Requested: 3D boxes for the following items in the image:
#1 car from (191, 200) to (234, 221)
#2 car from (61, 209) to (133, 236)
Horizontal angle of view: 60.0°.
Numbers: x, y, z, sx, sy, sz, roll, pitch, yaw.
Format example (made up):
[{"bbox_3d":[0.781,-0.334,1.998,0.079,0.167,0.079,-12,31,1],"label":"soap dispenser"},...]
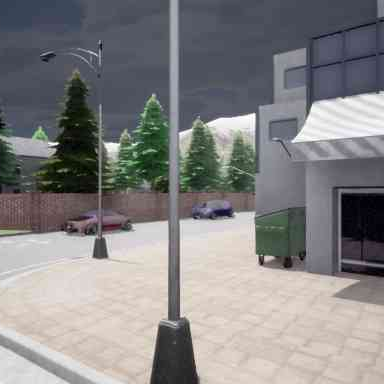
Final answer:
[{"bbox_3d":[1.861,1.528,29.672,2.097,1.767,4.553,0,0,37],"label":"car"},{"bbox_3d":[-5.532,1.740,19.694,1.994,1.385,4.181,0,0,36],"label":"car"}]
